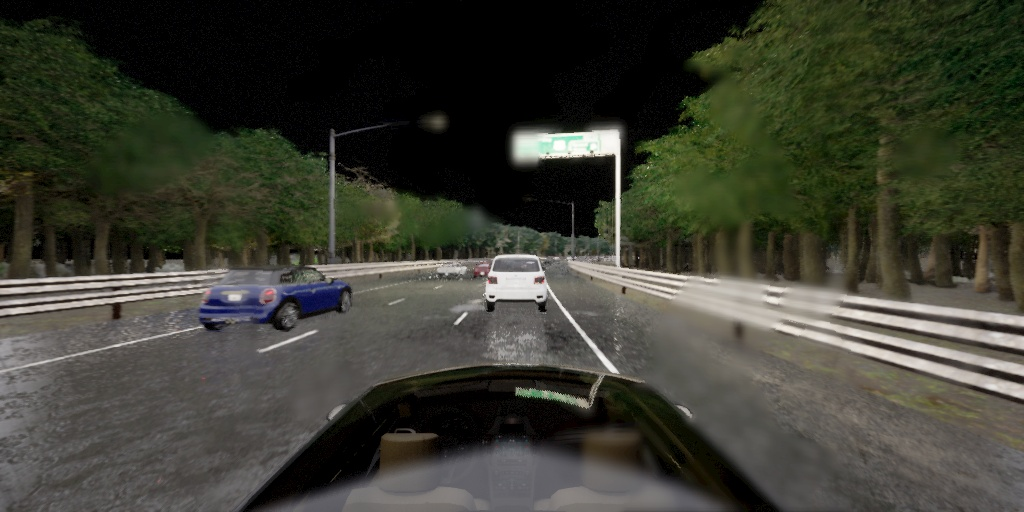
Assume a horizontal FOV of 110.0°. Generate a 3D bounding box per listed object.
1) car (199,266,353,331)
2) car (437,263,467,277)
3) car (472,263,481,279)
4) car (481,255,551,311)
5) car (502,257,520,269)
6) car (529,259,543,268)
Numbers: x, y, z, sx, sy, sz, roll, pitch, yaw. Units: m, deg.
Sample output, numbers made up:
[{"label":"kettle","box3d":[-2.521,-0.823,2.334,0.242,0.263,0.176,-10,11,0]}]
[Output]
[{"label":"car","box3d":[-6.773,1.073,10.977,2.097,1.767,4.553,0,0,1]},{"label":"car","box3d":[-5.706,1.321,34.727,1.895,1.301,4.718,1,0,5]},{"label":"car","box3d":[-2.292,1.267,32.362,1.812,1.442,4.674,0,0,4]},{"label":"car","box3d":[0.217,0.973,14.588,2.150,2.045,5.566,0,0,2]},{"label":"car","box3d":[-0.087,1.087,55.166,2.097,1.767,4.553,0,0,7]},{"label":"car","box3d":[4.150,1.288,61.112,2.033,1.411,5.357,0,0,8]}]
